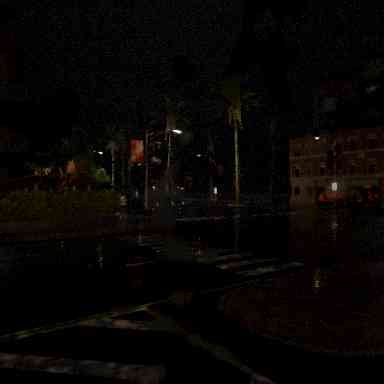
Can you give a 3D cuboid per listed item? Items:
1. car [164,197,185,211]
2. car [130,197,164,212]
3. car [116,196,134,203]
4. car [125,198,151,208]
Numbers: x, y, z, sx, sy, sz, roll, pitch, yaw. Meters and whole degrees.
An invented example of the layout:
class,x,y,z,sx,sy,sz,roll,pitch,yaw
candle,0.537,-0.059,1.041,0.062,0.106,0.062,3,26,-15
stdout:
class,x,y,z,sx,sy,sz,roll,pitch,yaw
car,-2.750,1.351,40.905,2.097,1.767,4.553,0,0,-35
car,-5.585,1.351,38.846,2.097,1.767,4.553,0,0,-35
car,-13.873,1.521,68.696,1.812,1.442,4.674,0,0,-39
car,-7.917,1.600,48.266,1.895,1.301,4.718,0,0,-35
